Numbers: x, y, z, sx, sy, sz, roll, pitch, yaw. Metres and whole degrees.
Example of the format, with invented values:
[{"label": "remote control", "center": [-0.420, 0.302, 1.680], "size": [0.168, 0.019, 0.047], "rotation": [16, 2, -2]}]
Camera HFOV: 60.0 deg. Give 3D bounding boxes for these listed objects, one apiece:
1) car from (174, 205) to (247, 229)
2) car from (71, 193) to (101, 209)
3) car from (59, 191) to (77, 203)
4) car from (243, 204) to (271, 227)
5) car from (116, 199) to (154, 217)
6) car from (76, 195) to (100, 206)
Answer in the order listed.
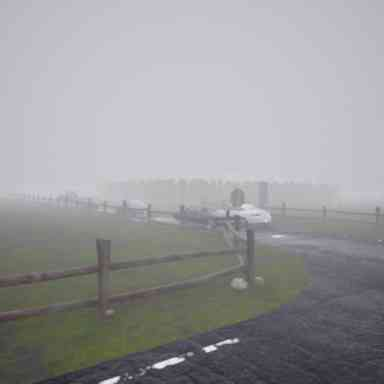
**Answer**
[{"label": "car", "center": [0.903, 1.542, 20.610], "size": [1.895, 1.301, 4.718], "rotation": [2, 0, -36]}, {"label": "car", "center": [-12.248, 1.215, 38.942], "size": [1.837, 1.490, 4.892], "rotation": [2, 0, -36]}, {"label": "car", "center": [-20.749, 0.803, 55.651], "size": [2.150, 2.045, 5.566], "rotation": [2, 0, -36]}, {"label": "car", "center": [3.194, 1.532, 22.314], "size": [1.812, 1.442, 4.674], "rotation": [2, 0, -36]}, {"label": "car", "center": [-5.052, 1.362, 28.914], "size": [1.812, 1.442, 4.674], "rotation": [2, 0, -36]}, {"label": "car", "center": [-14.892, 1.192, 47.582], "size": [1.837, 1.490, 4.892], "rotation": [2, 0, -35]}]
